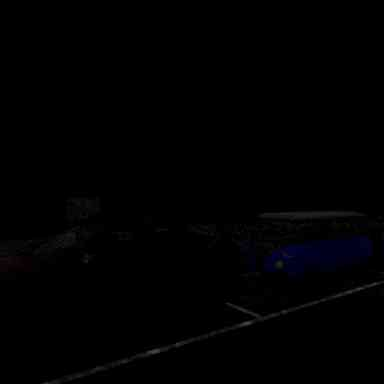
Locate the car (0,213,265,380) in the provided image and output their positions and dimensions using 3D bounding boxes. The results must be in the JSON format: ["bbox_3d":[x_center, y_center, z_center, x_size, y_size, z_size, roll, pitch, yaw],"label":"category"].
[{"bbox_3d":[-1.352,1.334,5.681,5.009,1.841,2.192,1,0,-35],"label":"car"}]

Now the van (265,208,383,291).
[{"bbox_3d":[3.215,1.412,8.937,3.998,1.788,1.690,1,0,-35],"label":"van"}]

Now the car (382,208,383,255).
[{"bbox_3d":[7.783,1.438,12.193,5.009,1.841,2.192,1,0,-35],"label":"car"}]
